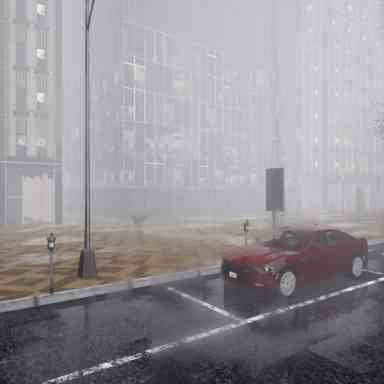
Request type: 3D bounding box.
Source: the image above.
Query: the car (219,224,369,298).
[{"bbox_3d":[2.717,1.545,8.484,4.507,1.381,1.887,0,0,-35],"label":"car"}]
